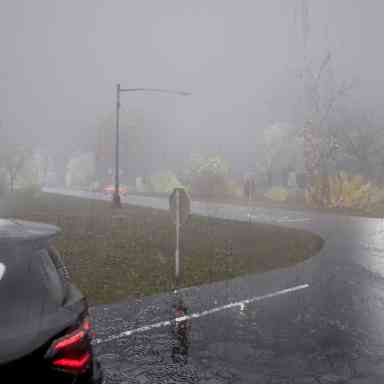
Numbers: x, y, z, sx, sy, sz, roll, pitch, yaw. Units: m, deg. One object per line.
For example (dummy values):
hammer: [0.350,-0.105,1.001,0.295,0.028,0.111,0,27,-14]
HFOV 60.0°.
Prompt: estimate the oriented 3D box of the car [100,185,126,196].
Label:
car: [-12.103,-0.364,52.013,2.097,1.767,4.553,0,2,-36]

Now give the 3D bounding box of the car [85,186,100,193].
car: [-17.742,-0.425,59.857,1.895,1.301,4.718,0,2,-36]

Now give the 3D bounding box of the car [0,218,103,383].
car: [-3.263,1.222,1.548,5.566,2.045,2.150,0,0,-36]
